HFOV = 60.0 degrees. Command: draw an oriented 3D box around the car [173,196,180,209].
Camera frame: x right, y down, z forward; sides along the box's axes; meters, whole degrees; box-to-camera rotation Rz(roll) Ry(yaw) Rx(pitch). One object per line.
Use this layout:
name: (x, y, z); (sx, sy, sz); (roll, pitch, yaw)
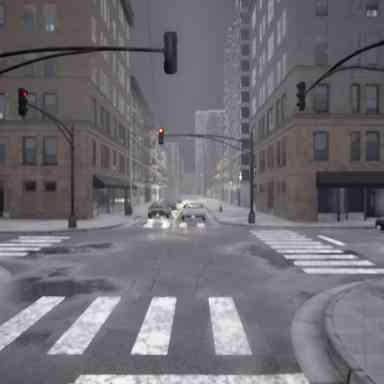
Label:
car: (-2.834, 1.496, 41.355); (1.837, 1.490, 4.892); (0, 1, 0)

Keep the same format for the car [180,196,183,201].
car: (-2.753, 1.523, 62.391); (1.837, 1.490, 4.892); (0, -1, 0)

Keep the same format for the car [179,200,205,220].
car: (0.107, 1.590, 27.953); (1.895, 1.301, 4.718); (0, 0, 0)

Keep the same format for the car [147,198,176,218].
car: (-2.843, 1.537, 30.247); (2.033, 1.411, 5.357); (0, 0, 0)

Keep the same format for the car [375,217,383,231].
car: (12.372, 1.552, 18.148); (4.313, 1.339, 1.947); (0, 0, 0)
